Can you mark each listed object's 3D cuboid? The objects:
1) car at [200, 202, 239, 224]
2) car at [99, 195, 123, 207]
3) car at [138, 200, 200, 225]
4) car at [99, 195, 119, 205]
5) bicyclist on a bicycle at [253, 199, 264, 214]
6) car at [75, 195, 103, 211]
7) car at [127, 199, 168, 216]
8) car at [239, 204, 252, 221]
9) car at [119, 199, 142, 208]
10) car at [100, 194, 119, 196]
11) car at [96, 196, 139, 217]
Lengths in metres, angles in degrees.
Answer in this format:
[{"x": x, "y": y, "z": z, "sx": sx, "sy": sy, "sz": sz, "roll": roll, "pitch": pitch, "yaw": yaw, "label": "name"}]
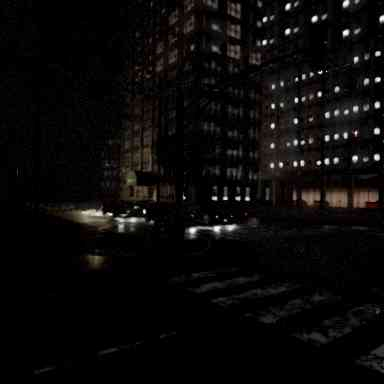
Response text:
[{"x": 0.866, "y": 1.595, "z": 25.394, "sx": 2.033, "sy": 1.411, "sz": 5.357, "roll": 1, "pitch": -1, "yaw": -34, "label": "car"}, {"x": -12.675, "y": 1.431, "z": 51.712, "sx": 2.097, "sy": 1.767, "sz": 4.553, "roll": 1, "pitch": -1, "yaw": -34, "label": "car"}, {"x": -1.747, "y": 1.484, "z": 23.459, "sx": 1.837, "sy": 1.490, "sz": 4.892, "roll": 1, "pitch": -1, "yaw": -34, "label": "car"}, {"x": -15.373, "y": 1.487, "z": 61.598, "sx": 2.097, "sy": 1.767, "sz": 4.553, "roll": 1, "pitch": -1, "yaw": -34, "label": "car"}, {"x": 7.145, "y": 1.569, "z": 35.547, "sx": 1.656, "sy": 1.620, "sz": 0.582, "roll": 1, "pitch": -1, "yaw": -34, "label": "bicyclist on a bicycle"}, {"x": -12.504, "y": 1.434, "z": 39.588, "sx": 1.882, "sy": 1.535, "sz": 5.008, "roll": 1, "pitch": -1, "yaw": -34, "label": "car"}, {"x": -4.532, "y": 1.527, "z": 33.479, "sx": 2.128, "sy": 1.511, "sz": 4.902, "roll": 1, "pitch": -1, "yaw": -34, "label": "car"}, {"x": 2.934, "y": 1.595, "z": 28.536, "sx": 1.882, "sy": 1.535, "sz": 5.008, "roll": 1, "pitch": -1, "yaw": -34, "label": "car"}, {"x": -9.856, "y": 1.749, "z": 53.327, "sx": 1.895, "sy": 1.301, "sz": 4.718, "roll": 1, "pitch": -1, "yaw": -34, "label": "car"}, {"x": -10.165, "y": 1.243, "z": 41.943, "sx": 2.150, "sy": 2.045, "sz": 5.566, "roll": 1, "pitch": 0, "yaw": -33, "label": "car"}, {"x": -6.955, "y": 1.460, "z": 31.258, "sx": 2.128, "sy": 1.511, "sz": 4.902, "roll": 1, "pitch": -1, "yaw": -34, "label": "car"}]
